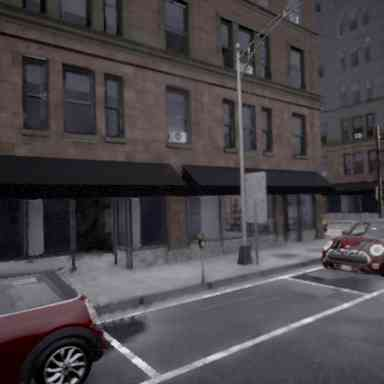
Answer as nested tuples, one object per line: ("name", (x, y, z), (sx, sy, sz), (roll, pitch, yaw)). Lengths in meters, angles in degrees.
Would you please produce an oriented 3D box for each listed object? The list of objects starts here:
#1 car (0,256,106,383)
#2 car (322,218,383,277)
("car", (-3.228, 1.665, 3.800), (4.097, 1.590, 1.967), (0, -2, -36))
("car", (5.917, 1.590, 10.546), (4.097, 1.590, 1.967), (0, -2, -36))
